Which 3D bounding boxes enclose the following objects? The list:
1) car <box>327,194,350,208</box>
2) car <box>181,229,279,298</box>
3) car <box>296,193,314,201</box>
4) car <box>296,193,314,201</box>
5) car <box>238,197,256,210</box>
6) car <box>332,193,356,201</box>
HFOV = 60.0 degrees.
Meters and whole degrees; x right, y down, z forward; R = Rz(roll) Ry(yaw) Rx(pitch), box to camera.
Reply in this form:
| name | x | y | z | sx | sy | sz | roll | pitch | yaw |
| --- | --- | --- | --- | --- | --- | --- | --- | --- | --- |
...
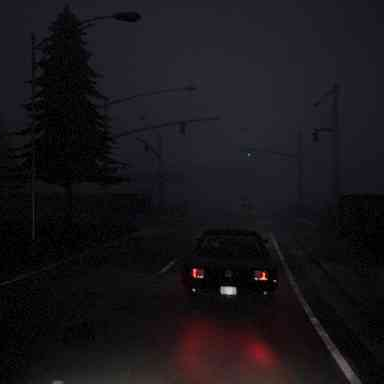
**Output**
| name | x | y | z | sx | sy | sz | roll | pitch | yaw |
| --- | --- | --- | --- | --- | --- | --- | --- | --- | --- |
| car | 20.161 | 1.352 | 43.007 | 5.027 | 1.636 | 2.152 | 0 | 0 | 10 |
| car | 1.022 | 1.605 | 8.583 | 1.895 | 1.301 | 4.718 | 0 | 0 | 8 |
| car | 27.181 | 1.116 | 79.932 | 3.866 | 1.878 | 1.905 | 0 | 0 | 10 |
| car | 26.007 | 1.399 | 76.762 | 3.806 | 1.475 | 1.970 | 0 | 0 | 10 |
| car | 7.149 | 1.373 | 43.204 | 2.097 | 1.767 | 4.553 | 0 | 0 | 10 |
| car | 34.366 | 1.135 | 75.340 | 4.605 | 1.855 | 1.932 | 0 | 0 | 10 |
